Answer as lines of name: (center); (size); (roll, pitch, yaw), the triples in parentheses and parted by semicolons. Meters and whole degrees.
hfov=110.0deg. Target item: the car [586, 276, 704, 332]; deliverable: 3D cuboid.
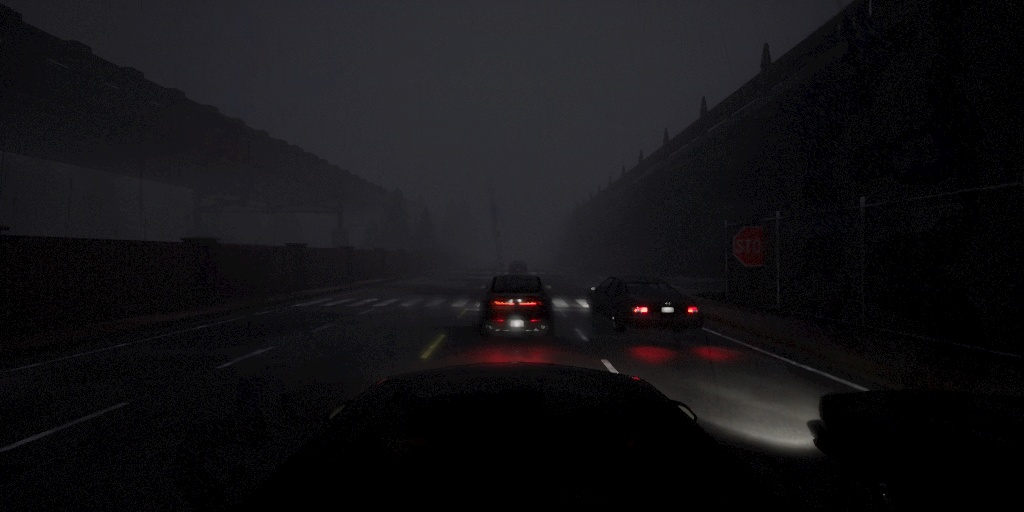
car: (3.623, 1.297, 10.840); (2.033, 1.411, 5.357); (0, 0, 0)

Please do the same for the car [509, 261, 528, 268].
car: (0.691, 1.227, 38.422); (1.882, 1.535, 5.008); (0, 0, 2)

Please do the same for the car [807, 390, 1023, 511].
car: (3.595, 1.297, 0.767); (2.033, 1.411, 5.357); (0, 0, 1)

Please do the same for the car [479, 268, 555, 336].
car: (0.122, 1.255, 10.374); (1.837, 1.490, 4.892); (0, 0, 0)
